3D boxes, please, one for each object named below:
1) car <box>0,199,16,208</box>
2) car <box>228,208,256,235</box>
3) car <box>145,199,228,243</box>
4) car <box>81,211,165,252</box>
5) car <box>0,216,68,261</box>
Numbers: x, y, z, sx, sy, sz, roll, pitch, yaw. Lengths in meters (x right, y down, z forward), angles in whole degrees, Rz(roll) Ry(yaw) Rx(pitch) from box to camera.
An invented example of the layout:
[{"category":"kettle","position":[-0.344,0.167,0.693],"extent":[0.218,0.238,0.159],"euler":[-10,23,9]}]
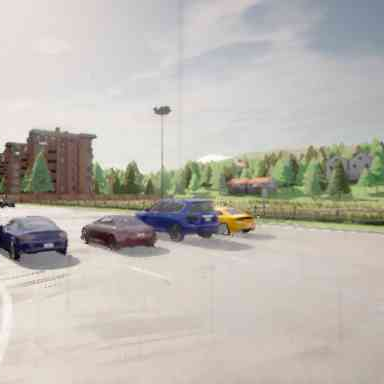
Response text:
[{"category":"car","position":[-34.146,2.049,61.375],"extent":[2.097,1.767,4.553],"euler":[0,-1,-41]},{"category":"car","position":[1.533,1.661,19.987],"extent":[1.882,1.535,5.008],"euler":[0,0,-41]},{"category":"car","position":[-0.988,1.392,17.550],"extent":[2.150,2.045,5.566],"euler":[0,-1,-41]},{"category":"car","position":[-3.369,1.717,14.948],"extent":[1.994,1.385,4.181],"euler":[0,-1,-41]},{"category":"car","position":[-6.373,1.671,13.059],"extent":[1.812,1.442,4.674],"euler":[0,-1,-41]}]
